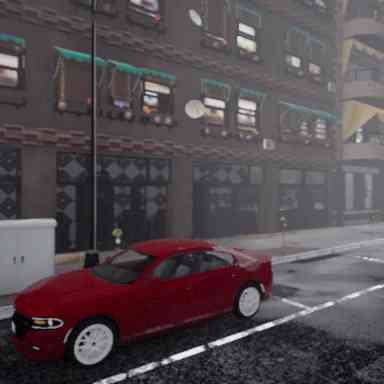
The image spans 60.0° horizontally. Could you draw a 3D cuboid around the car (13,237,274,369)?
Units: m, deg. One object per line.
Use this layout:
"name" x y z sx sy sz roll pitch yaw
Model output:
"car" -0.531 1.529 5.711 4.507 1.381 1.887 0 1 -35
